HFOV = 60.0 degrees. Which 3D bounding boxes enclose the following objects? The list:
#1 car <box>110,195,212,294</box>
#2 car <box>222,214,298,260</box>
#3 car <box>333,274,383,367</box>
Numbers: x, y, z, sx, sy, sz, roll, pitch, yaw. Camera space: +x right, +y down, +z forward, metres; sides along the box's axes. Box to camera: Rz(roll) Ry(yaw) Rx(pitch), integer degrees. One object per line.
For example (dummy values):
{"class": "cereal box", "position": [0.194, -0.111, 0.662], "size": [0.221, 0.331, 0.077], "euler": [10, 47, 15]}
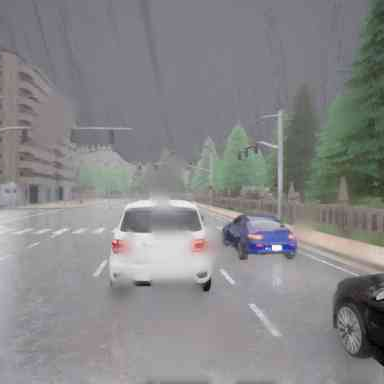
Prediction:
{"class": "car", "position": [-0.802, 1.221, 9.003], "size": [2.150, 2.045, 5.566], "euler": [0, 0, -5]}
{"class": "car", "position": [2.342, 1.526, 12.363], "size": [1.812, 1.442, 4.674], "euler": [0, 0, -6]}
{"class": "car", "position": [3.120, 1.492, 3.135], "size": [2.128, 1.511, 4.902], "euler": [0, 0, -3]}
